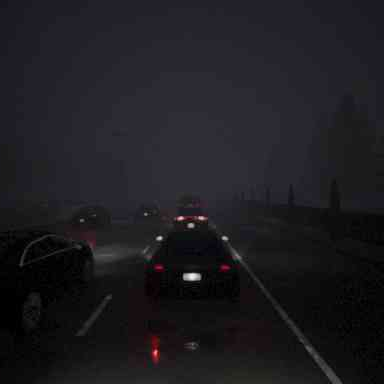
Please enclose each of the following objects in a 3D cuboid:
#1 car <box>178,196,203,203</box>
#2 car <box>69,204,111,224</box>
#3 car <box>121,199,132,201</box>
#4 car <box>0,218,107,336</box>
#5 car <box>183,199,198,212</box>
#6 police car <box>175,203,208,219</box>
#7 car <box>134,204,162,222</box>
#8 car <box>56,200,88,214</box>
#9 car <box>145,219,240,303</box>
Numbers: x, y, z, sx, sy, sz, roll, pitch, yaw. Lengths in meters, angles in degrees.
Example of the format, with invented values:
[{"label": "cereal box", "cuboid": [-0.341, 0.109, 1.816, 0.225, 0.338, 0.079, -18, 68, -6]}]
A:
[{"label": "car", "cuboid": [-0.161, 1.406, 32.230, 2.150, 2.045, 5.566, 0, -1, 0]}, {"label": "car", "cuboid": [-7.089, 1.667, 23.642, 1.812, 1.442, 4.674, 0, 0, 0]}, {"label": "car", "cuboid": [-14.612, 1.940, 74.166, 1.837, 1.490, 4.892, 0, 0, 0]}, {"label": "car", "cuboid": [-3.466, 1.532, 6.721, 2.128, 1.511, 4.902, 0, 0, 0]}, {"label": "car", "cuboid": [-0.249, 1.709, 42.883, 1.801, 1.575, 5.366, 0, 0, -1]}, {"label": "police car", "cuboid": [-0.063, 1.620, 20.065, 2.038, 1.542, 4.974, 0, -1, 0]}, {"label": "car", "cuboid": [-3.626, 1.730, 28.022, 1.994, 1.385, 4.181, 0, 0, 0]}, {"label": "car", "cuboid": [-14.429, 1.788, 40.408, 2.033, 1.411, 5.357, 0, 0, 0]}, {"label": "car", "cuboid": [0.008, 1.614, 8.407, 1.994, 1.385, 4.181, 0, 0, 0]}]
